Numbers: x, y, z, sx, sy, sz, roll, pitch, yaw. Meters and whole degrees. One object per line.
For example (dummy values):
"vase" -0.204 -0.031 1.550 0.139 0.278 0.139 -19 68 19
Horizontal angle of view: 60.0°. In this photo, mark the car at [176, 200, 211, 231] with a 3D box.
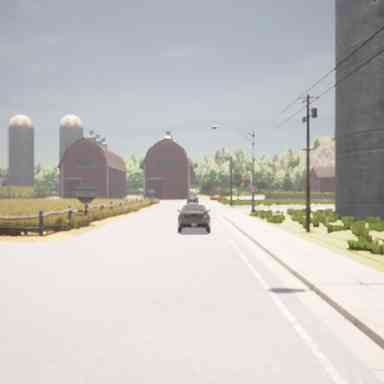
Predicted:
"car" 0.117 1.487 20.166 1.837 1.490 4.892 0 0 0

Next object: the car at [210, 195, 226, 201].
"car" 6.605 1.352 79.362 5.008 1.535 1.882 0 0 -40

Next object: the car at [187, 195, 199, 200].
"car" 0.129 1.296 59.889 2.097 1.767 4.553 0 0 0
